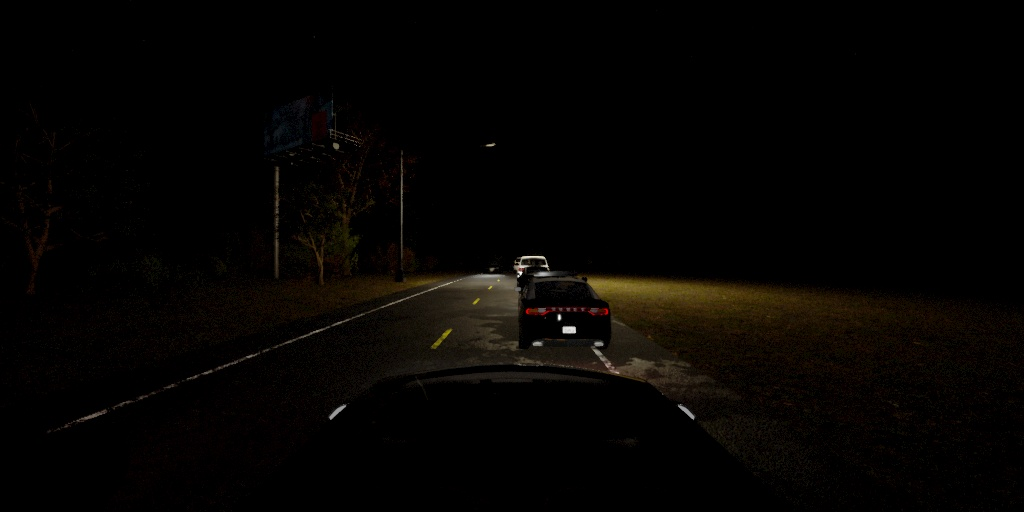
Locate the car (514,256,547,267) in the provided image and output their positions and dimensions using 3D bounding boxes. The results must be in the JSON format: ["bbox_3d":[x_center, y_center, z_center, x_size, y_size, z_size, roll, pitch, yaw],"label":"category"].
[{"bbox_3d":[1.446,1.044,25.151,2.150,2.045,5.566,0,0,2],"label":"car"}]

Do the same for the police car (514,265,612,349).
[{"bbox_3d":[1.100,1.184,9.286,1.930,1.638,5.238,0,0,1],"label":"police car"}]

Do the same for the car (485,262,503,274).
[{"bbox_3d":[-2.229,1.456,44.441,2.128,1.511,4.902,0,0,3],"label":"car"}]

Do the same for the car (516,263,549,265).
[{"bbox_3d":[1.277,1.296,19.142,1.837,1.490,4.892,0,0,1],"label":"car"}]

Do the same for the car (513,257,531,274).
[{"bbox_3d":[1.395,1.203,46.496,2.150,2.045,5.566,0,0,4],"label":"car"}]
